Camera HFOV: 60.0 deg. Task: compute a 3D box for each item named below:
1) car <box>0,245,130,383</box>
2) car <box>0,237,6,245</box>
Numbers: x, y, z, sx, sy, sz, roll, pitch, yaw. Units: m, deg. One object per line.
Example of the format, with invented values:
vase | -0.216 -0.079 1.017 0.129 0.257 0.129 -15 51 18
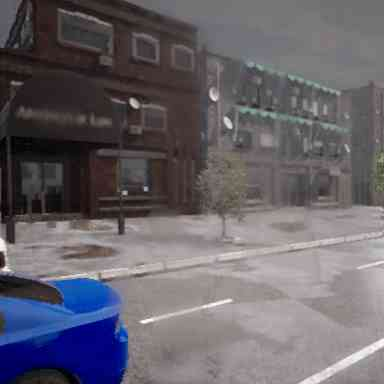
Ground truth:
car | -2.997 1.476 2.675 5.008 1.535 1.882 0 0 -35
car | -5.482 1.216 4.339 5.566 2.045 2.150 0 0 -35
